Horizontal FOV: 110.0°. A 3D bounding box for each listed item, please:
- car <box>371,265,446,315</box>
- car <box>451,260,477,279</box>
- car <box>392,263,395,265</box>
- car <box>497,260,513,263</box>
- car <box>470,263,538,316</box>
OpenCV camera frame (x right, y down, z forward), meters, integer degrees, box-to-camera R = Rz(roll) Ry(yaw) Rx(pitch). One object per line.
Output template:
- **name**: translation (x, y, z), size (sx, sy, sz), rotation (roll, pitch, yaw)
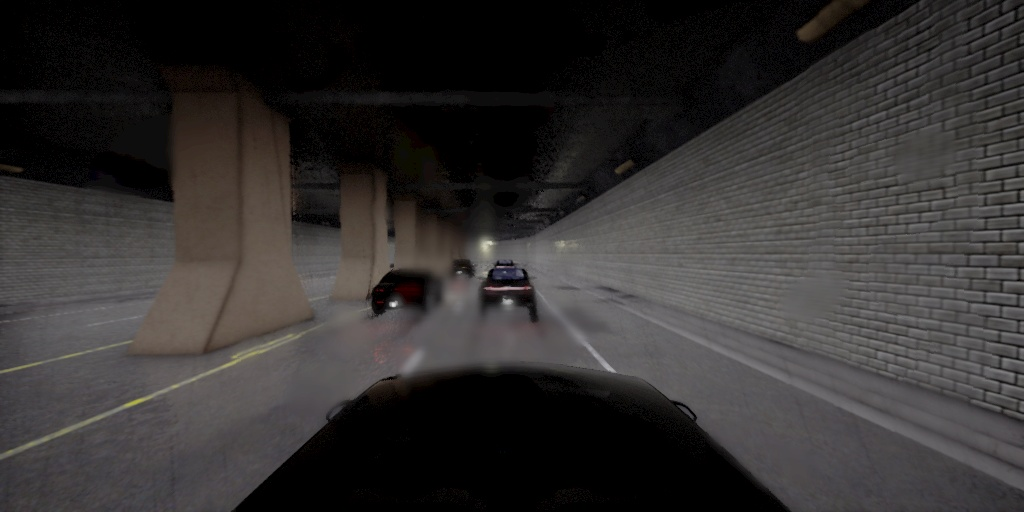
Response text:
- **car**: translation (-3.665, 1.215, 13.384), size (1.837, 1.490, 4.892), rotation (0, 0, -1)
- **car**: translation (-4.111, 1.111, 30.845), size (1.837, 1.490, 4.892), rotation (0, 0, -1)
- **car**: translation (-11.394, 1.120, 37.771), size (2.128, 1.511, 4.902), rotation (0, 0, -1)
- **car**: translation (-0.611, 1.068, 30.867), size (2.128, 1.511, 4.902), rotation (0, 0, -1)
- **car**: translation (-0.155, 1.173, 13.039), size (2.128, 1.511, 4.902), rotation (0, 0, -1)
